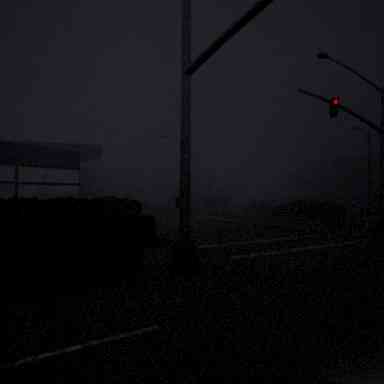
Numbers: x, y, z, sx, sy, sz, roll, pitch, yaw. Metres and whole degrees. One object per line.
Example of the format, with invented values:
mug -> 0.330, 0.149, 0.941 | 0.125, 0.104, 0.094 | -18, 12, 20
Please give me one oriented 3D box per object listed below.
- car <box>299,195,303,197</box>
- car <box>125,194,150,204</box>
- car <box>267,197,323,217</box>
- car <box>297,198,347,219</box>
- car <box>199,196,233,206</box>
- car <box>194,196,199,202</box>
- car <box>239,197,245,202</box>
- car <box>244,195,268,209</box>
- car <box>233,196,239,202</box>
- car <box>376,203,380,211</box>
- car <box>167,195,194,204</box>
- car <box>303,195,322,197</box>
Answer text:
car -> 20.750, 1.490, 62.198 | 3.866, 1.878, 1.905 | 1, 0, -35
car -> -9.557, 1.573, 60.423 | 3.806, 1.475, 1.970 | 1, 0, -35
car -> 10.098, 1.540, 32.365 | 5.027, 1.636, 2.152 | 1, 0, -35
car -> 11.937, 1.550, 29.823 | 4.514, 1.523, 2.007 | 1, 0, -35
car -> 3.922, 1.570, 54.688 | 4.514, 1.523, 2.007 | 1, 0, -35
car -> 1.608, 1.655, 76.731 | 4.514, 1.523, 2.007 | 1, 0, -35
car -> 13.424, 1.568, 72.688 | 5.027, 1.636, 2.152 | 1, 0, -35
car -> 9.608, 1.590, 46.471 | 3.633, 1.501, 1.845 | 1, 0, -35
car -> 9.485, 1.644, 77.764 | 3.806, 1.475, 1.970 | 1, 0, -35
car -> 25.485, 1.740, 42.930 | 3.806, 1.475, 1.970 | 1, 0, -35
car -> -2.625, 1.376, 65.310 | 4.605, 1.855, 1.932 | 1, 0, -35
car -> 22.751, 1.513, 60.051 | 4.605, 1.855, 1.932 | 1, 0, -35
